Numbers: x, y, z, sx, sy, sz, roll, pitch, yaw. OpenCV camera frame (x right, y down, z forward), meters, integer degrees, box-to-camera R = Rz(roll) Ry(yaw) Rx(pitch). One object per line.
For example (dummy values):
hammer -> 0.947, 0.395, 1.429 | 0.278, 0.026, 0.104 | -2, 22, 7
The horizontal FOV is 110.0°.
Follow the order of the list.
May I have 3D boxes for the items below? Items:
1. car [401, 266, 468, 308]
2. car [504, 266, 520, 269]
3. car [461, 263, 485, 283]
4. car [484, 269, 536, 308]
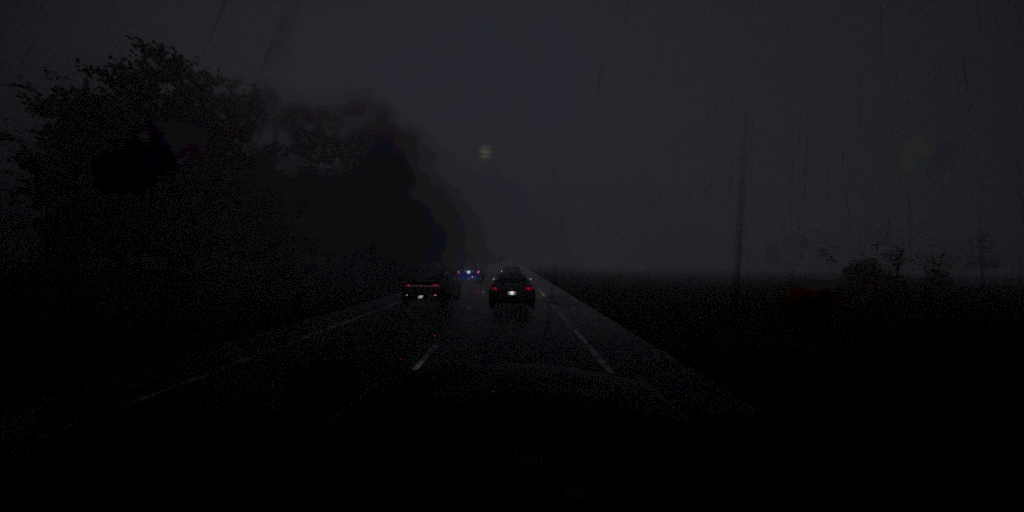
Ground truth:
car -> -3.492, 1.379, 16.158 | 2.128, 1.511, 4.902 | 0, 0, 0
car -> 0.008, 1.572, 30.850 | 2.033, 1.411, 5.357 | 0, -1, 0
car -> -3.490, 1.376, 30.943 | 2.097, 1.767, 4.553 | 0, -1, 0
car -> 0.007, 1.450, 16.164 | 1.994, 1.385, 4.181 | 0, 0, 0
